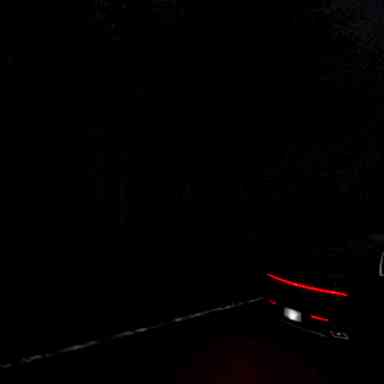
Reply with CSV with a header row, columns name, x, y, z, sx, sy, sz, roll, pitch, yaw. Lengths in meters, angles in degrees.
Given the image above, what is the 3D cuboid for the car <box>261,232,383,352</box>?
name,x,y,z,sx,sy,sz,roll,pitch,yaw
car,3.415,1.519,6.194,4.892,1.490,1.837,0,0,-36
